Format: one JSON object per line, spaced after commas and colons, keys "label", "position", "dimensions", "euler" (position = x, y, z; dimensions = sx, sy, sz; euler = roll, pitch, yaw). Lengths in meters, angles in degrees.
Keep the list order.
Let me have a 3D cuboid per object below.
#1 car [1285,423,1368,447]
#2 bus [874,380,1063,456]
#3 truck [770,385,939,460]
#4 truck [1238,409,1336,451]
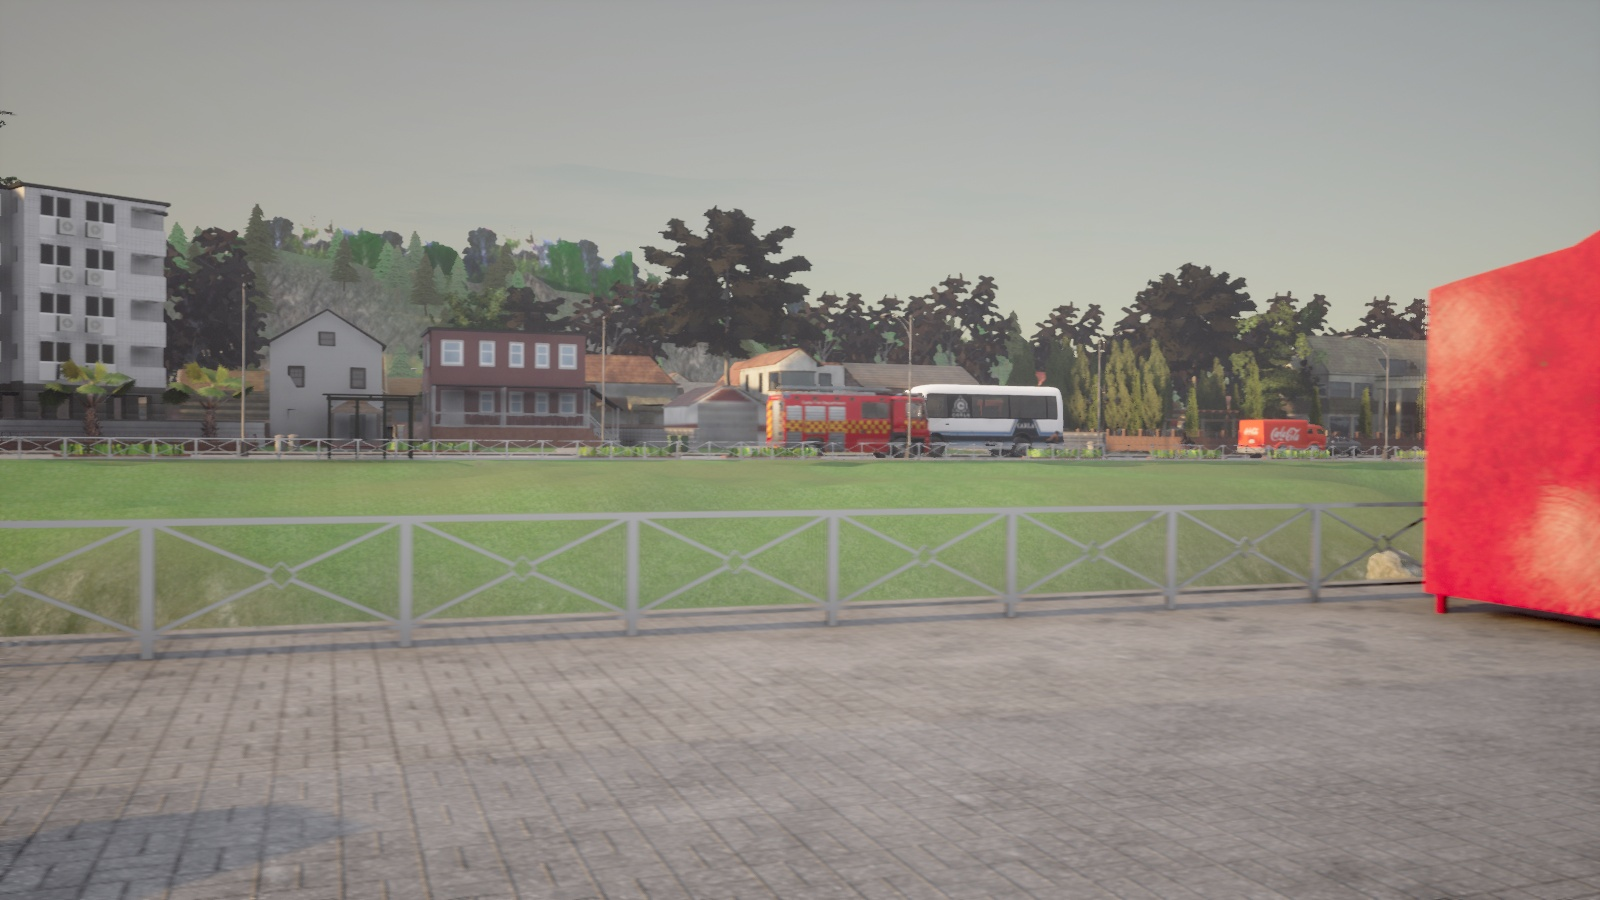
{"label": "car", "position": [34.773, -0.972, 82.963], "dimensions": [4.902, 1.511, 2.128], "euler": [-1, 1, -21]}
{"label": "bus", "position": [9.857, -1.881, 73.494], "dimensions": [10.273, 4.253, 3.944], "euler": [-1, 1, -21]}
{"label": "truck", "position": [2.919, -1.482, 66.585], "dimensions": [8.468, 3.827, 2.891], "euler": [-1, 1, -21]}
{"label": "truck", "position": [29.763, -1.260, 76.778], "dimensions": [5.204, 2.467, 2.627], "euler": [-1, 1, -21]}
